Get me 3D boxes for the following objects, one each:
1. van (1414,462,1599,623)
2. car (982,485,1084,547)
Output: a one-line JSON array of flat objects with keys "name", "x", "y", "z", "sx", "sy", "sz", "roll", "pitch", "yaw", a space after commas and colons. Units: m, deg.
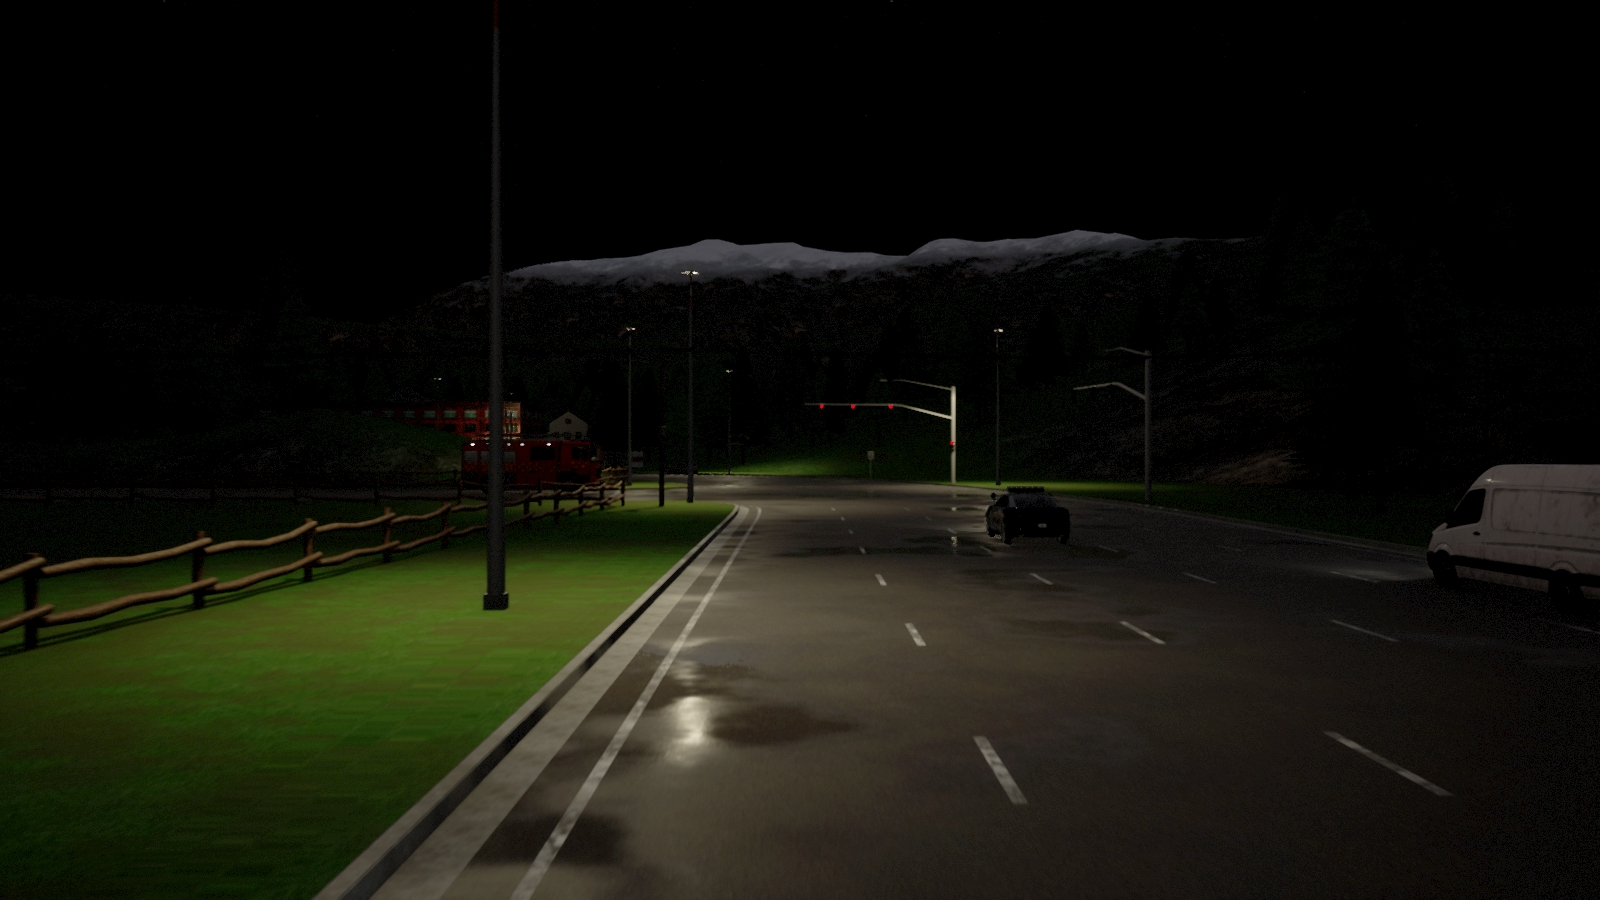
[{"name": "van", "x": 13.988, "y": 1.535, "z": 21.205, "sx": 1.988, "sy": 2.561, "sz": 5.915, "roll": 0, "pitch": 0, "yaw": 0}, {"name": "car", "x": 7.106, "y": 1.982, "z": 35.431, "sx": 2.097, "sy": 1.638, "sz": 5.238, "roll": 0, "pitch": 0, "yaw": 0}]
